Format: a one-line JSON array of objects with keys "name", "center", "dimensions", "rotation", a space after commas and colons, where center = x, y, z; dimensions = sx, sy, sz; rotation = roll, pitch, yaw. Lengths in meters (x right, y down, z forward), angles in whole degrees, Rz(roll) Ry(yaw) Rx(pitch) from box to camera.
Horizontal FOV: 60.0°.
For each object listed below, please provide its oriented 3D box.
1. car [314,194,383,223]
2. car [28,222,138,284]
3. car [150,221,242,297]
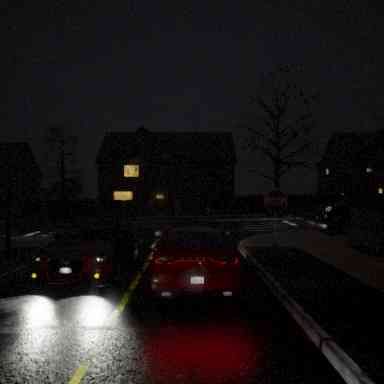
[{"name": "car", "center": [10.503, 1.036, 21.920], "dimensions": [4.553, 1.767, 2.097], "rotation": [-1, 1, -1]}, {"name": "car", "center": [-2.798, 1.564, 9.425], "dimensions": [1.994, 1.385, 4.181], "rotation": [0, 0, 1]}, {"name": "car", "center": [0.034, 1.478, 8.629], "dimensions": [1.882, 1.535, 5.008], "rotation": [0, 0, -1]}]
